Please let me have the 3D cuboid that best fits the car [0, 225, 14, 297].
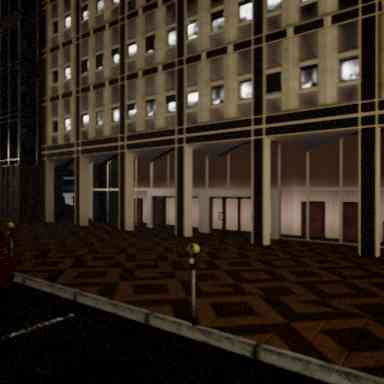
[{"bbox_3d":[-5.700,1.264,6.960,5.009,1.841,2.192,0,0,36],"label":"car"}]
